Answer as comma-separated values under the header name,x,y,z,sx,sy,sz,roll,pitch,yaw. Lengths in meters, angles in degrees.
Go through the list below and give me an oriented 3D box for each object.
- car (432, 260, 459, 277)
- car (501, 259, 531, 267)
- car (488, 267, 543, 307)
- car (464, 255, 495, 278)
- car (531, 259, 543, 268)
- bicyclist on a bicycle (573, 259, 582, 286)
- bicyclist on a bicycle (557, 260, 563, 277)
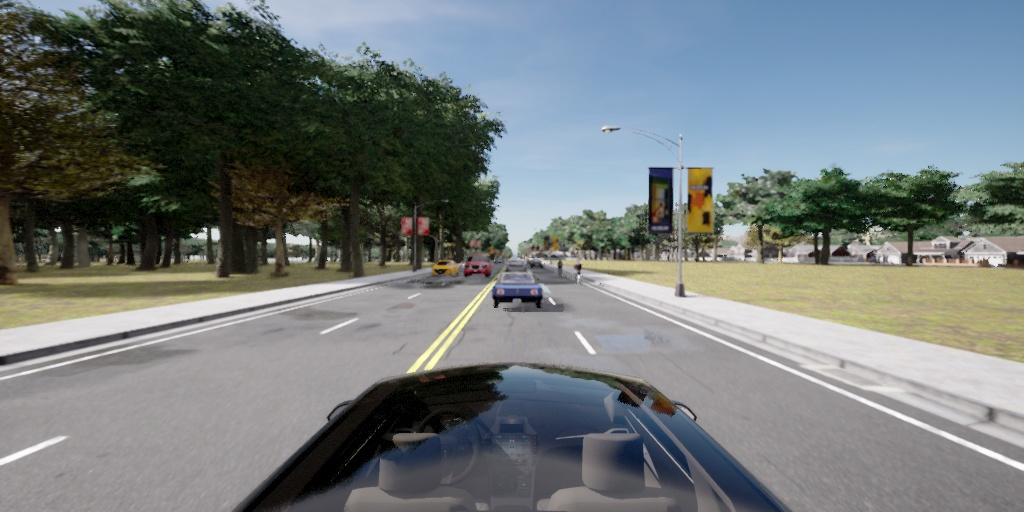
name,x,y,z,sx,sy,sz,roll,pitch,yaw
car,-6.293,1.124,34.177,1.882,1.535,5.008,0,0,1
car,0.396,1.172,33.168,2.128,1.511,4.902,0,0,1
car,0.216,1.319,15.102,1.895,1.301,4.718,0,0,1
car,-3.054,0.886,32.954,2.150,2.045,5.566,0,0,1
car,3.889,1.188,57.543,1.812,1.442,4.674,0,0,1
bicyclist on a bicycle,4.347,1.088,23.865,0.659,1.776,1.843,0,0,1
bicyclist on a bicycle,4.438,1.152,33.099,0.582,1.620,1.656,0,0,1
